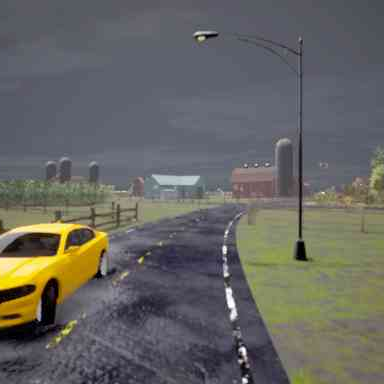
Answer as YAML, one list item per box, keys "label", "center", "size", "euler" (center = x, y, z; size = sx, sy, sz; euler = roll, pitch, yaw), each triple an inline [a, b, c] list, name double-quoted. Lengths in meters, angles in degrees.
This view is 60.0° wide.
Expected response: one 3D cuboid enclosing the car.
- label: "car"
  center: [-3.262, 1.463, 7.285]
  size: [1.882, 1.535, 5.008]
  euler: [0, 0, 1]
